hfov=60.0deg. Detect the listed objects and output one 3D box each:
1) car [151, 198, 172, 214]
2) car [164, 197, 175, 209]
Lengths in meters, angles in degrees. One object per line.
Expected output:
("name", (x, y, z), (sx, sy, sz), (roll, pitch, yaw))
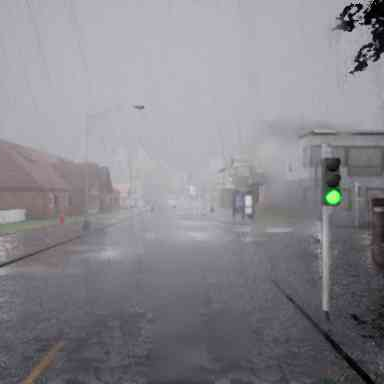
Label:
("car", (-4.081, 1.939, 42.044), (2.128, 1.511, 4.902), (0, 0, 0))
("car", (-4.049, 1.838, 57.349), (2.150, 2.045, 5.566), (0, -1, 1))
